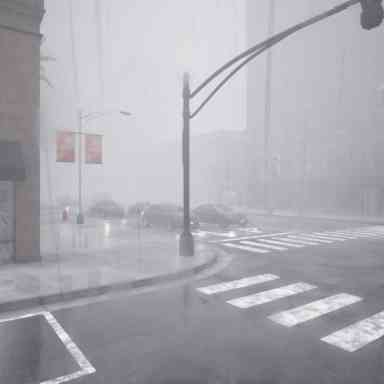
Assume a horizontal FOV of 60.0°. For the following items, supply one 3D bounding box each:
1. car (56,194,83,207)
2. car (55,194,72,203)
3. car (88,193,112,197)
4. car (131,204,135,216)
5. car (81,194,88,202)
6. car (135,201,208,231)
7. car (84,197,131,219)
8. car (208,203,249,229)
[{"bbox_3d":[-18.448,1.449,49.964,1.812,1.442,4.674,0,0,-36],"label":"car"},{"bbox_3d":[-25.121,1.246,64.972,2.097,1.767,4.553,0,0,-36],"label":"car"},{"bbox_3d":[-15.499,1.129,57.165,2.150,2.045,5.566,0,0,-36],"label":"car"},{"bbox_3d":[-4.054,1.522,29.793,1.994,1.385,4.181,0,0,-37],"label":"car"},{"bbox_3d":[-21.540,1.243,65.458,2.097,1.767,4.553,0,0,-32],"label":"car"},{"bbox_3d":[-1.421,1.482,20.591,1.837,1.490,4.892,0,0,-36],"label":"car"},{"bbox_3d":[-7.479,1.466,29.006,1.837,1.490,4.892,0,0,-36],"label":"car"},{"bbox_3d":[1.619,1.500,21.960,1.812,1.442,4.674,0,0,-37],"label":"car"}]
